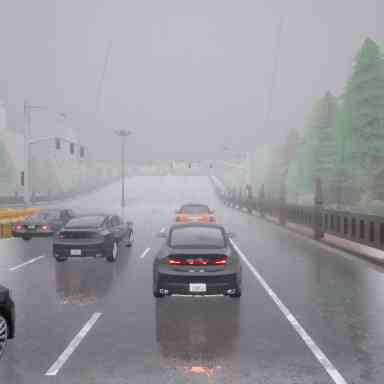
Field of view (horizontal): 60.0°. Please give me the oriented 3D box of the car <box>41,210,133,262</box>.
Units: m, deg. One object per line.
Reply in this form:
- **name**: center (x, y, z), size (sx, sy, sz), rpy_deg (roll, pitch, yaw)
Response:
- **car**: center (-3.376, 1.505, 12.092), size (1.837, 1.490, 4.892), rpy_deg (0, 0, 0)

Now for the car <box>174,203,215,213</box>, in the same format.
- **car**: center (0.133, 1.352, 17.536), size (2.097, 1.767, 4.553), rpy_deg (0, 0, 0)

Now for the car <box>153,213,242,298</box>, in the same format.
- **car**: center (0.116, 1.505, 8.522), size (1.837, 1.490, 4.892), rpy_deg (0, 0, 0)

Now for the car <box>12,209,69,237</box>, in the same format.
- **car**: center (-6.868, 1.547, 16.751), size (2.033, 1.411, 5.357), rpy_deg (0, 0, 0)

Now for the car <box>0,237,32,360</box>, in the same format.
- **car**: center (-3.395, 1.492, 2.738), size (2.128, 1.511, 4.902), rpy_deg (0, 0, 0)
